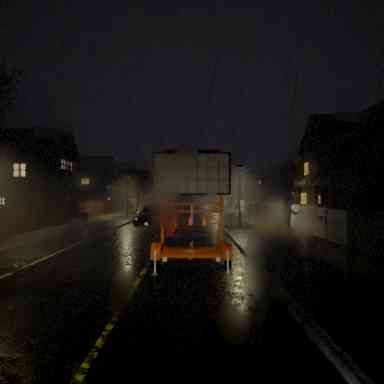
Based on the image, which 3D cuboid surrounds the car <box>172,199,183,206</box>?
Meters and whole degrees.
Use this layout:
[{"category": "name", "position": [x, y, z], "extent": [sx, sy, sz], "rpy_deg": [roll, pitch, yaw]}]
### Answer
[{"category": "car", "position": [-2.780, 1.978, 64.308], "extent": [1.895, 1.301, 4.718], "rpy_deg": [0, -1, 1]}]

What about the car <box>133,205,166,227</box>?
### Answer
[{"category": "car", "position": [-2.845, 1.615, 23.396], "extent": [2.033, 1.411, 5.357], "rpy_deg": [0, 0, 0]}]

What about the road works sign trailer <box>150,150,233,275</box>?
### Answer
[{"category": "road works sign trailer", "position": [-0.002, 0.483, 10.454], "extent": [2.380, 3.560, 2.880], "rpy_deg": [0, 0, 1]}]
